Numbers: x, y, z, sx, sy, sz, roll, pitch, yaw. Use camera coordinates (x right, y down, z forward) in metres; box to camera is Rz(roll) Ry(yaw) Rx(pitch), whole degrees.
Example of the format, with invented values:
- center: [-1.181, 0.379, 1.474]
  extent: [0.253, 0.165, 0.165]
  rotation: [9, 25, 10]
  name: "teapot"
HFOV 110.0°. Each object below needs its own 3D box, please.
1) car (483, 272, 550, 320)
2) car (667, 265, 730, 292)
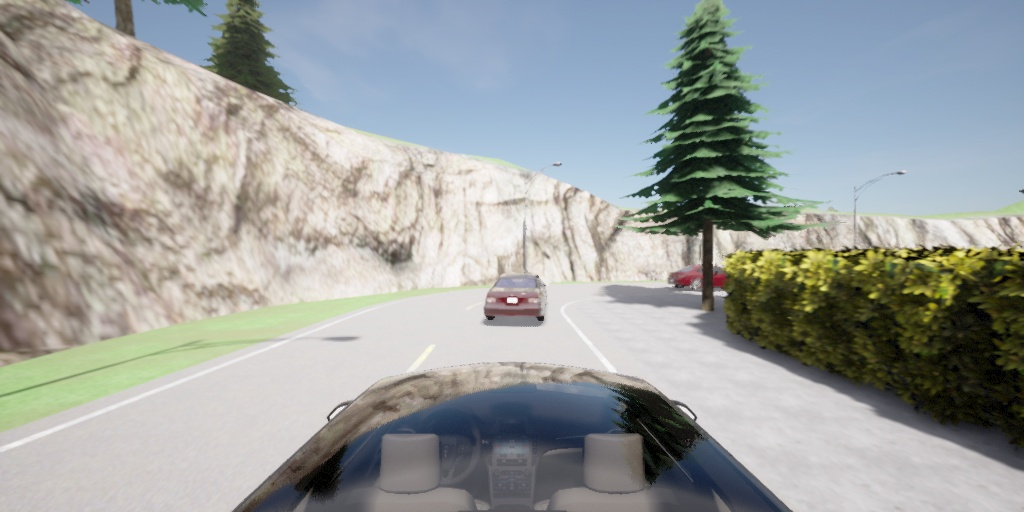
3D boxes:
- center: [0.289, 1.275, 12.468]
  extent: [2.033, 1.411, 5.357]
  rotation: [0, 0, 7]
  name: "car"
- center: [11.361, 1.235, 20.748]
  extent: [4.674, 1.442, 1.812]
  rotation: [0, 0, -8]
  name: "car"
